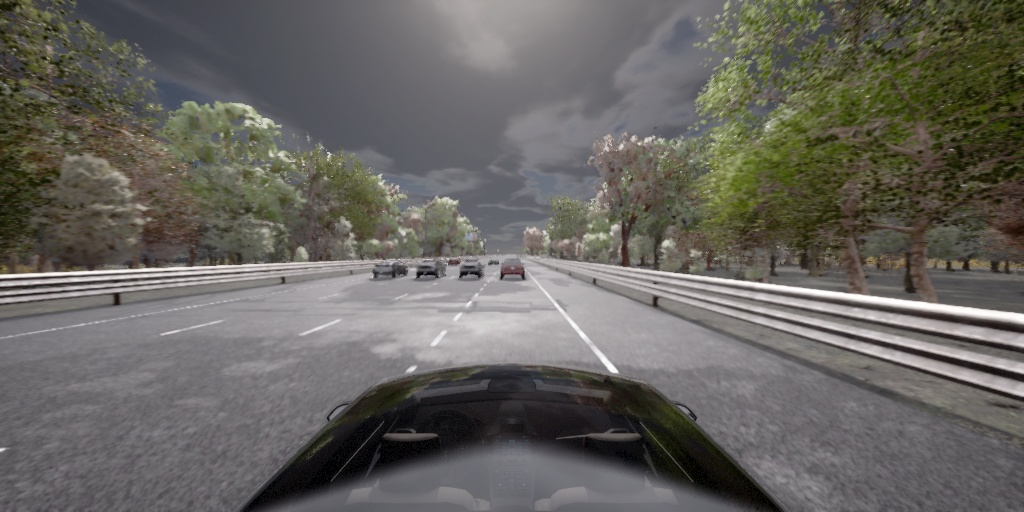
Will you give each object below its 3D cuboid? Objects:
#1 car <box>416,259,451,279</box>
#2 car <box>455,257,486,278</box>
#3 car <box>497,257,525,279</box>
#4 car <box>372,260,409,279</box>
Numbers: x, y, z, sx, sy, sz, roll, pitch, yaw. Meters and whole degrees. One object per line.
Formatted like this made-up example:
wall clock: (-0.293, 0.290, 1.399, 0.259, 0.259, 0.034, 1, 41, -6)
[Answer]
car: (-6.936, 1.121, 31.144, 1.837, 1.490, 4.892, 0, 1, 1)
car: (-3.432, 1.120, 31.456, 1.837, 1.490, 4.892, 0, 1, 1)
car: (0.062, 0.965, 31.091, 2.097, 1.767, 4.553, 0, 0, 1)
car: (-10.436, 1.108, 31.102, 2.128, 1.511, 4.902, 0, 0, 1)
